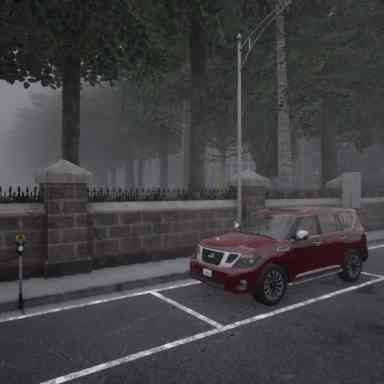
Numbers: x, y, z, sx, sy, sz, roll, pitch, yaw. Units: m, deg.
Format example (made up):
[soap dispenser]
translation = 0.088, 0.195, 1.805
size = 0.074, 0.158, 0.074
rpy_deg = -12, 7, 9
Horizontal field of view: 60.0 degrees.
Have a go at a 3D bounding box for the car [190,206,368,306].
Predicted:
[car]
translation = 2.359, 1.314, 8.215
size = 5.009, 1.841, 2.192
rpy_deg = 0, 0, -35
